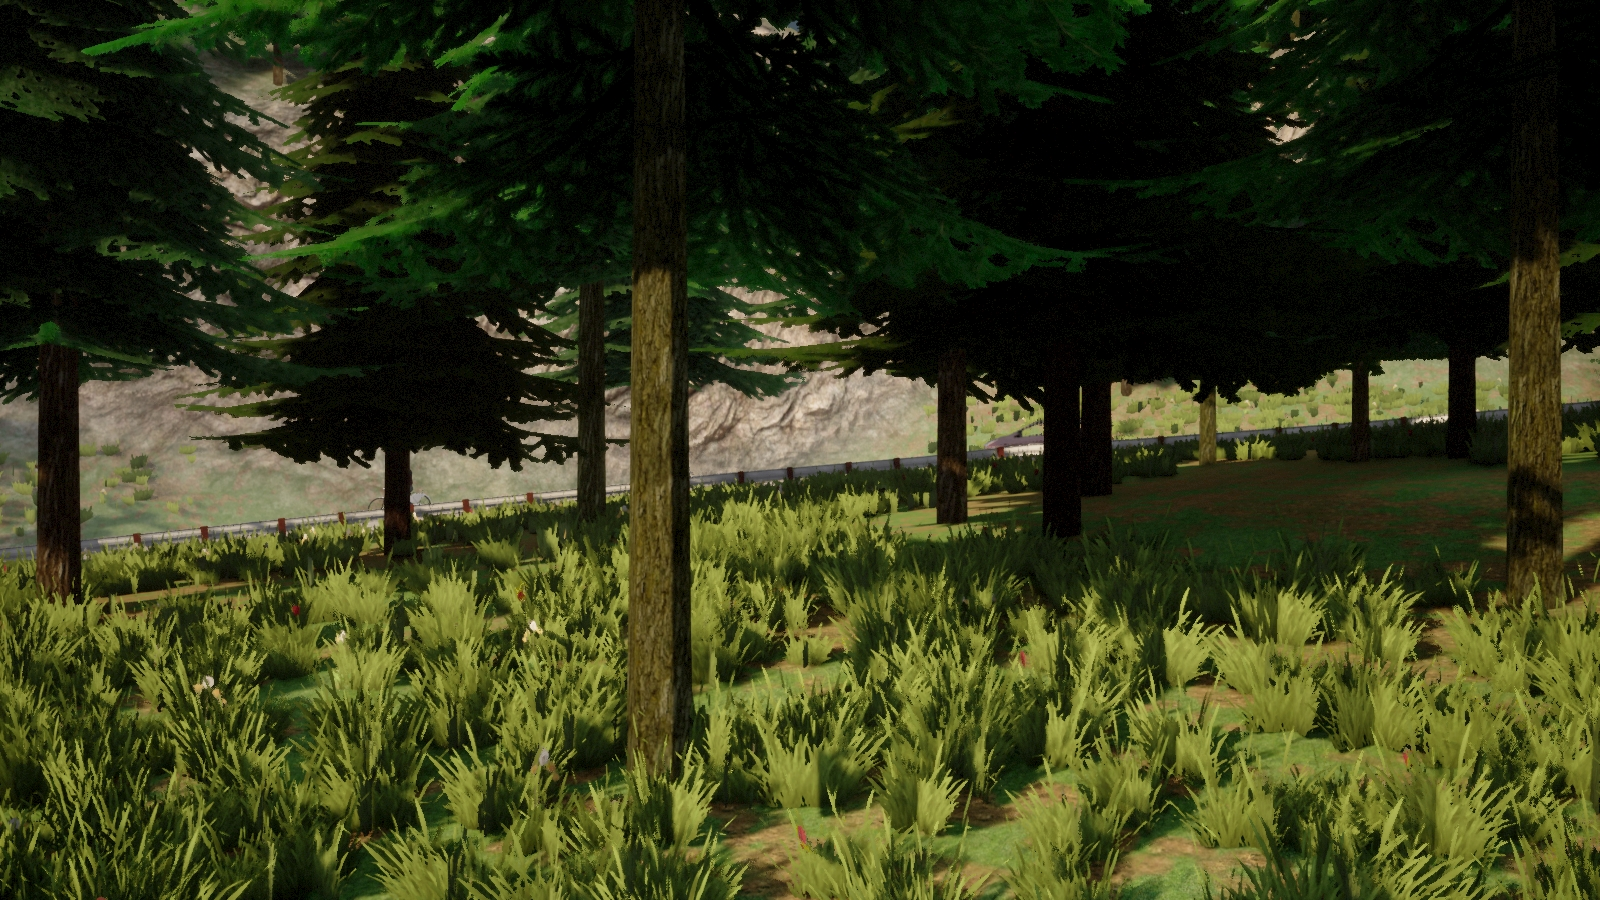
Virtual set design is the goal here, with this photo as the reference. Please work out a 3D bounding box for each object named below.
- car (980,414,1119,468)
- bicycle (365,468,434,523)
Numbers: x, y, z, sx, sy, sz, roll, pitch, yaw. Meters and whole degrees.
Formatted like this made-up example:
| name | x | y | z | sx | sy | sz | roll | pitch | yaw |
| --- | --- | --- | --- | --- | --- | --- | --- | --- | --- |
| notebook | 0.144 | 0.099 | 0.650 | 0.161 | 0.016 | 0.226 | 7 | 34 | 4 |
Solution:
| name | x | y | z | sx | sy | sz | roll | pitch | yaw |
| --- | --- | --- | --- | --- | --- | --- | --- | --- | --- |
| car | 8.632 | -0.303 | 39.736 | 4.514 | 1.525 | 2.007 | -4 | -1 | 11 |
| bicycle | -12.075 | 1.355 | 34.490 | 1.835 | 1.471 | 0.329 | -5 | 2 | -29 |
